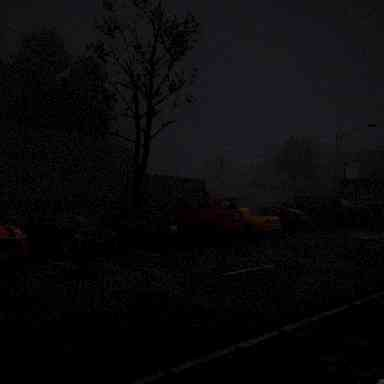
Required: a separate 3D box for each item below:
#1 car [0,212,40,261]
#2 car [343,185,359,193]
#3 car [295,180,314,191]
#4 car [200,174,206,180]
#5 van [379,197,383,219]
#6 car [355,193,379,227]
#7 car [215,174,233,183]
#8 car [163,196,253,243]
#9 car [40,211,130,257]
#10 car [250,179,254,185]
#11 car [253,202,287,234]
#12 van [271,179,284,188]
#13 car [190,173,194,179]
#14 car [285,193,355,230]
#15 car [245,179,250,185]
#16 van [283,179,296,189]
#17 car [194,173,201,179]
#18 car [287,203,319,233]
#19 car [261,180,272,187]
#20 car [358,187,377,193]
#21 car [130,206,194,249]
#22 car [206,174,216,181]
[{"bbox_3d":[-7.515,1.367,11.203,4.553,1.767,2.185,-1,-1,34],"label":"car"},{"bbox_3d":[27.768,-0.424,57.771,2.435,2.045,5.566,7,3,35],"label":"car"},{"bbox_3d":[22.547,-0.990,65.150,2.231,1.521,4.892,7,3,35],"label":"car"},{"bbox_3d":[5.127,-3.848,89.709,2.185,1.767,4.553,6,3,34],"label":"car"},{"bbox_3d":[12.203,1.298,25.034,4.442,1.987,1.878,-1,-1,35],"label":"van"},{"bbox_3d":[9.667,1.269,23.361,5.566,2.045,2.435,-1,-1,35],"label":"car"},{"bbox_3d":[8.779,-3.174,84.989,1.946,1.575,5.366,7,3,34],"label":"car"},{"bbox_3d":[-0.191,1.249,16.430,5.566,2.045,2.435,-1,-1,34],"label":"car"},{"bbox_3d":[-5.051,1.495,12.932,4.892,1.521,2.231,-1,-1,34],"label":"car"},{"bbox_3d":[15.640,-2.041,75.026,2.002,1.452,4.674,7,3,35],"label":"car"},{"bbox_3d":[2.126,1.504,18.261,5.366,1.575,1.946,-1,-1,34],"label":"car"},{"bbox_3d":[19.052,-1.762,69.979,1.878,1.987,4.442,7,4,35],"label":"van"},{"bbox_3d":[1.619,-4.360,94.522,2.435,2.045,5.566,1,-1,34],"label":"car"},{"bbox_3d":[7.156,1.264,21.653,5.566,2.045,2.435,-1,-1,35],"label":"car"},{"bbox_3d":[13.894,-2.315,77.486,2.002,1.452,4.674,7,3,35],"label":"car"},{"bbox_3d":[20.784,-1.489,67.510,1.878,1.987,4.442,7,4,35],"label":"van"},{"bbox_3d":[3.394,-4.083,92.177,2.185,1.767,4.553,4,1,33],"label":"car"},{"bbox_3d":[4.731,1.550,19.892,4.674,1.452,2.002,-1,-1,35],"label":"car"},{"bbox_3d":[17.474,-1.810,72.708,1.946,1.575,5.366,7,3,35],"label":"car"},{"bbox_3d":[29.462,0.138,55.301,2.002,1.452,4.674,7,3,35],"label":"car"},{"bbox_3d":[-2.633,1.526,14.682,4.792,1.488,2.163,-1,-1,34],"label":"car"},{"bbox_3d":[6.924,-3.697,87.246,2.435,2.045,5.566,7,3,34],"label":"car"}]
